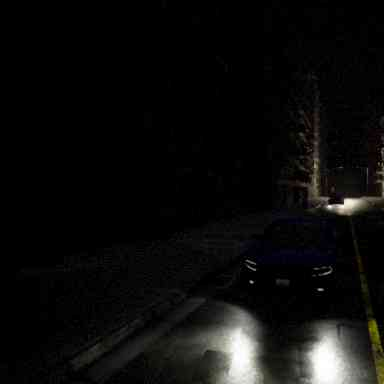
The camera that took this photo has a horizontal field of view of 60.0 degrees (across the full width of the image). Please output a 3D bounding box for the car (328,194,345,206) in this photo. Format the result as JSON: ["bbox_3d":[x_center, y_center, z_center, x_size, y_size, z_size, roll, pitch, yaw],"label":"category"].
[{"bbox_3d":[20.817,1.052,47.913,2.097,1.767,4.553,0,0,25],"label":"car"}]

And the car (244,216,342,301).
[{"bbox_3d":[2.770,1.440,8.628,1.882,1.535,5.008,0,0,25],"label":"car"}]
